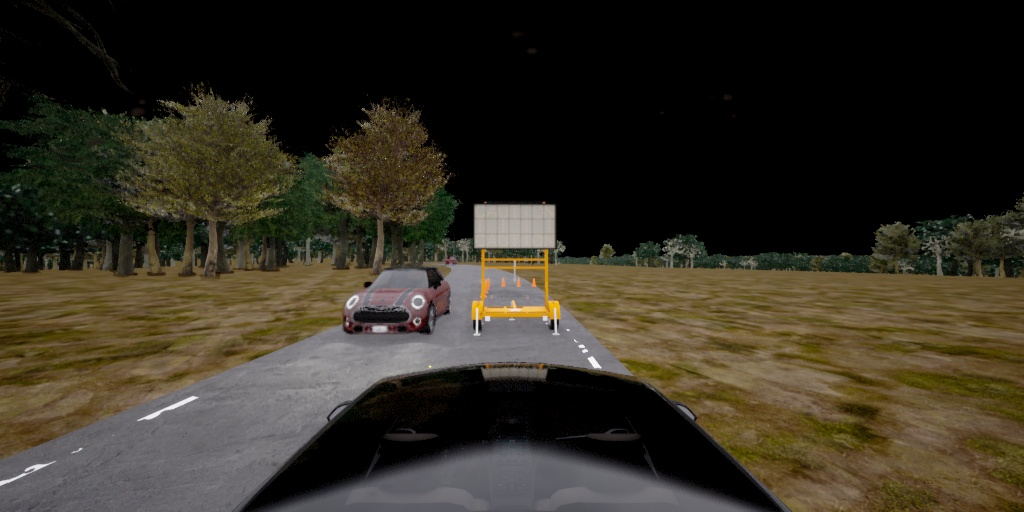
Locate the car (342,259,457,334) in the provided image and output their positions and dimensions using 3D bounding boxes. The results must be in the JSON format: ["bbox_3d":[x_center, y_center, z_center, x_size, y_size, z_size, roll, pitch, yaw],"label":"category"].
[{"bbox_3d":[-3.079,1.099,10.524,2.097,1.767,4.553,0,0,-1],"label":"car"}]

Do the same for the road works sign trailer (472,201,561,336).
[{"bbox_3d":[0.077,0.214,10.436,2.380,3.560,2.880,0,0,-2],"label":"road works sign trailer"}]
